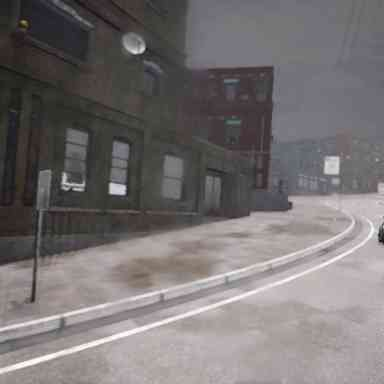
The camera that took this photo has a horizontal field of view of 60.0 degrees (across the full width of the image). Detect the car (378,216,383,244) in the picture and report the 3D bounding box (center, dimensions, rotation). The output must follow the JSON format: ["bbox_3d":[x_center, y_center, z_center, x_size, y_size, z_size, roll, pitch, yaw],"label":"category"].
[{"bbox_3d":[9.563,1.519,14.699,1.994,1.385,4.181,1,1,35],"label":"car"}]
